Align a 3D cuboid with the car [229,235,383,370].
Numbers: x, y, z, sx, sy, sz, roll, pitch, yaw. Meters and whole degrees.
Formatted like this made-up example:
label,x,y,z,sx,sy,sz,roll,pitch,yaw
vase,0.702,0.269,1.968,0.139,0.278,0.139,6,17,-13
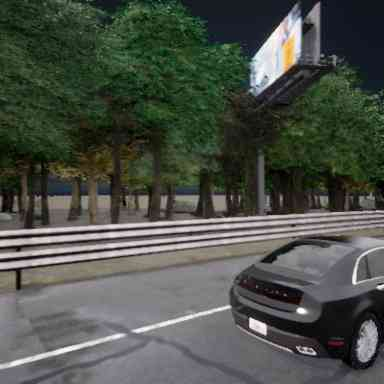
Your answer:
label,x,y,z,sx,sy,sz,roll,pitch,yaw
car,2.835,1.519,5.767,4.892,1.490,1.837,0,0,-35
